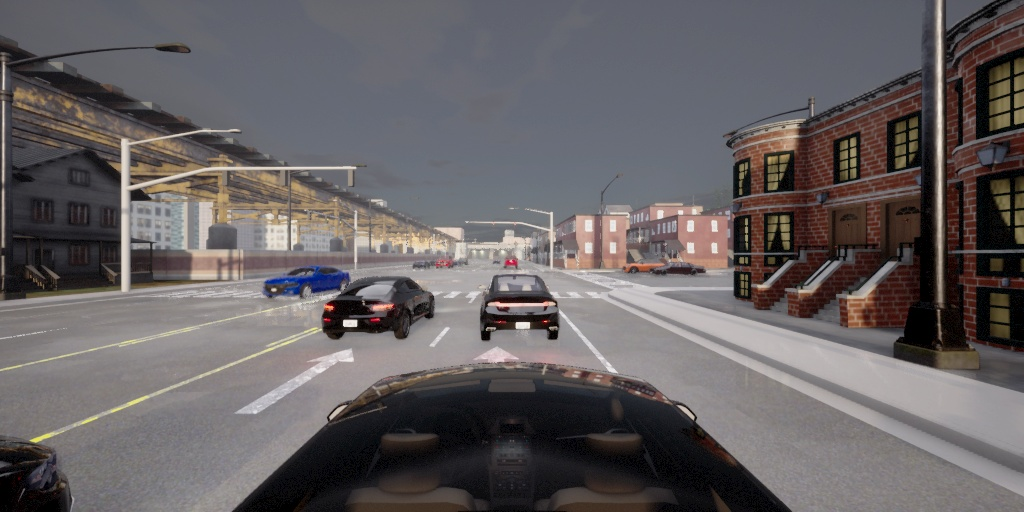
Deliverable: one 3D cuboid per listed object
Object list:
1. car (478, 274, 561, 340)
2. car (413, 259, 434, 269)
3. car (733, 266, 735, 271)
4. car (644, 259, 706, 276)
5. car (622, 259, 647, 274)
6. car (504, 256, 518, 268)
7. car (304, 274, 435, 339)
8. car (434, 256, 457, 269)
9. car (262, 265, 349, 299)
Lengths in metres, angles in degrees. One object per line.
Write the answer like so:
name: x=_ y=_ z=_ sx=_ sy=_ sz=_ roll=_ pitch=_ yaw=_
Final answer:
car: x=0.091 y=1.242 z=9.927 sx=2.128 sy=1.511 sz=4.902 roll=0 pitch=0 yaw=-3
car: x=-14.239 y=1.314 z=56.571 sx=1.994 sy=1.385 sz=4.181 roll=0 pitch=0 yaw=0
car: x=27.544 y=1.238 z=40.263 sx=4.902 sy=1.511 sz=2.128 roll=0 pitch=0 yaw=0
car: x=16.896 y=1.297 z=36.741 sx=5.357 sy=1.411 sz=2.033 roll=0 pitch=0 yaw=0
car: x=14.739 y=1.102 z=40.225 sx=4.553 sy=1.767 sz=2.097 roll=0 pitch=0 yaw=0
car: x=-0.132 y=0.971 z=60.579 sx=2.150 sy=2.045 sz=5.566 roll=0 pitch=0 yaw=0
car: x=-3.451 y=1.276 z=9.960 sx=1.812 sy=1.442 sz=4.674 roll=0 pitch=0 yaw=0
car: x=-10.747 y=0.971 z=57.671 sx=2.150 sy=2.045 sz=5.566 roll=0 pitch=0 yaw=-1
car: x=-10.313 y=1.227 z=18.364 sx=1.882 sy=1.535 sz=5.008 roll=0 pitch=0 yaw=6
